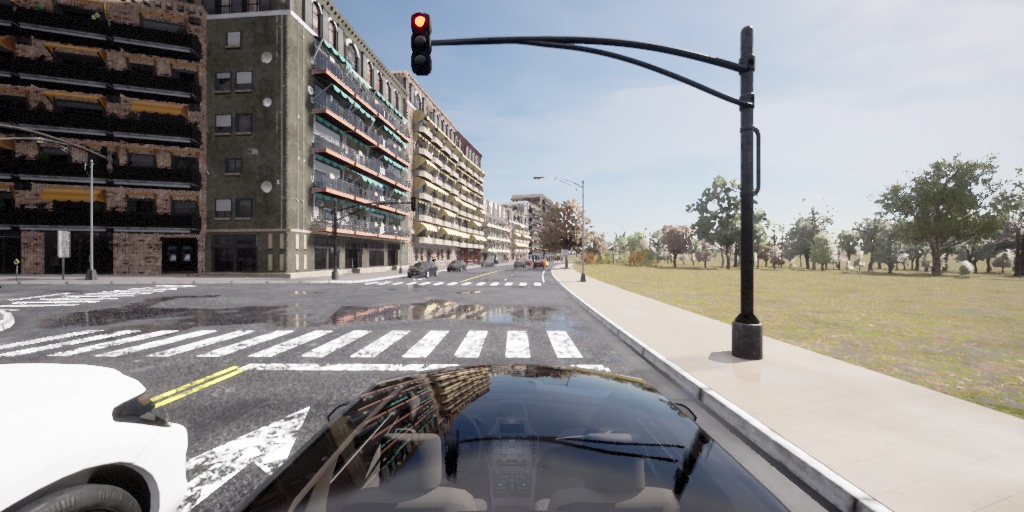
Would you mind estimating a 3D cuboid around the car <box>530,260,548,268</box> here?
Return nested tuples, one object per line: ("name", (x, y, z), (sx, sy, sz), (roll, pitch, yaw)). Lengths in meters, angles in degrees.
("car", (4.878, 1.403, 63.853), (1.882, 1.535, 5.008), (0, 0, 9))

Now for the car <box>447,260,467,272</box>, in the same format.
("car", (-7.263, 1.353, 47.668), (1.837, 1.490, 4.892), (0, 0, 6))

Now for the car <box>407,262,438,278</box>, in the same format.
("car", (-8.497, 1.307, 34.525), (1.837, 1.490, 4.892), (0, 0, 5))

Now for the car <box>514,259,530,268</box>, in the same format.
("car", (1.445, 1.414, 63.823), (2.128, 1.511, 4.902), (0, 0, 9))

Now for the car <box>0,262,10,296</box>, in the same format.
("car", (-23.796, 0.912, 13.594), (5.357, 1.411, 2.033), (1, 0, -19))
